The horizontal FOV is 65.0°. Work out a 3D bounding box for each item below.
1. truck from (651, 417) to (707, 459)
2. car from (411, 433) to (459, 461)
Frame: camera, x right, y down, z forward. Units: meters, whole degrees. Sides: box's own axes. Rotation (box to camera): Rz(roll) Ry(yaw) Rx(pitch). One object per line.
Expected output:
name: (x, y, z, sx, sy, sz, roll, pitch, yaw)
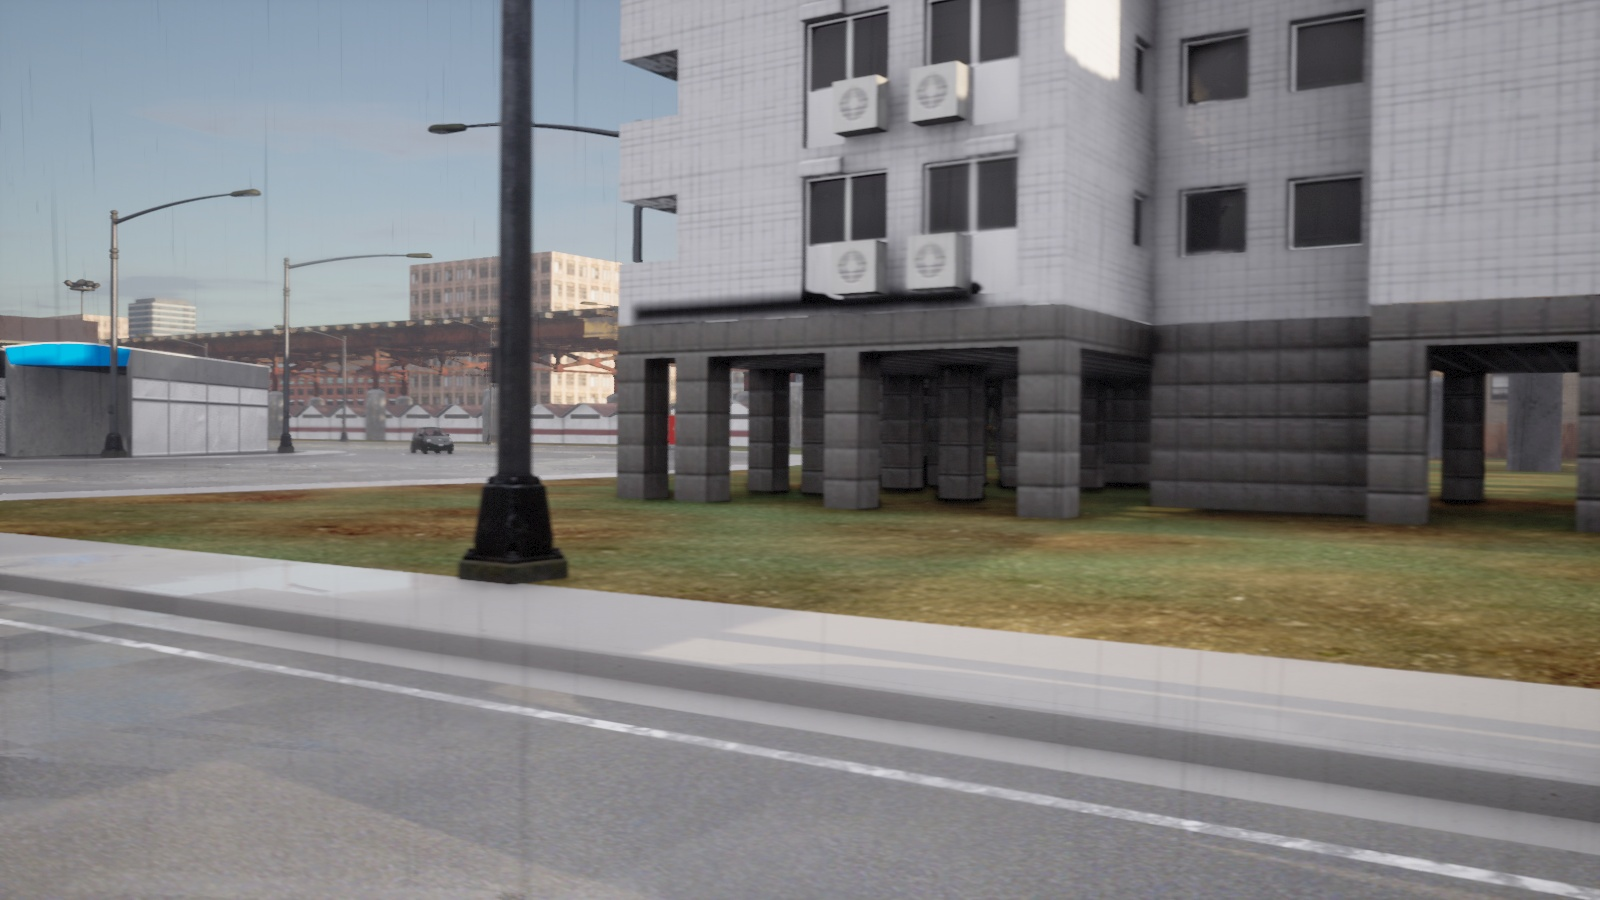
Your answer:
truck: (-7.349, -0.734, 75.732, 2.627, 2.467, 5.204, 0, 1, -14)
car: (-22.034, -0.216, 75.656, 1.851, 1.617, 3.988, -1, 1, -30)
